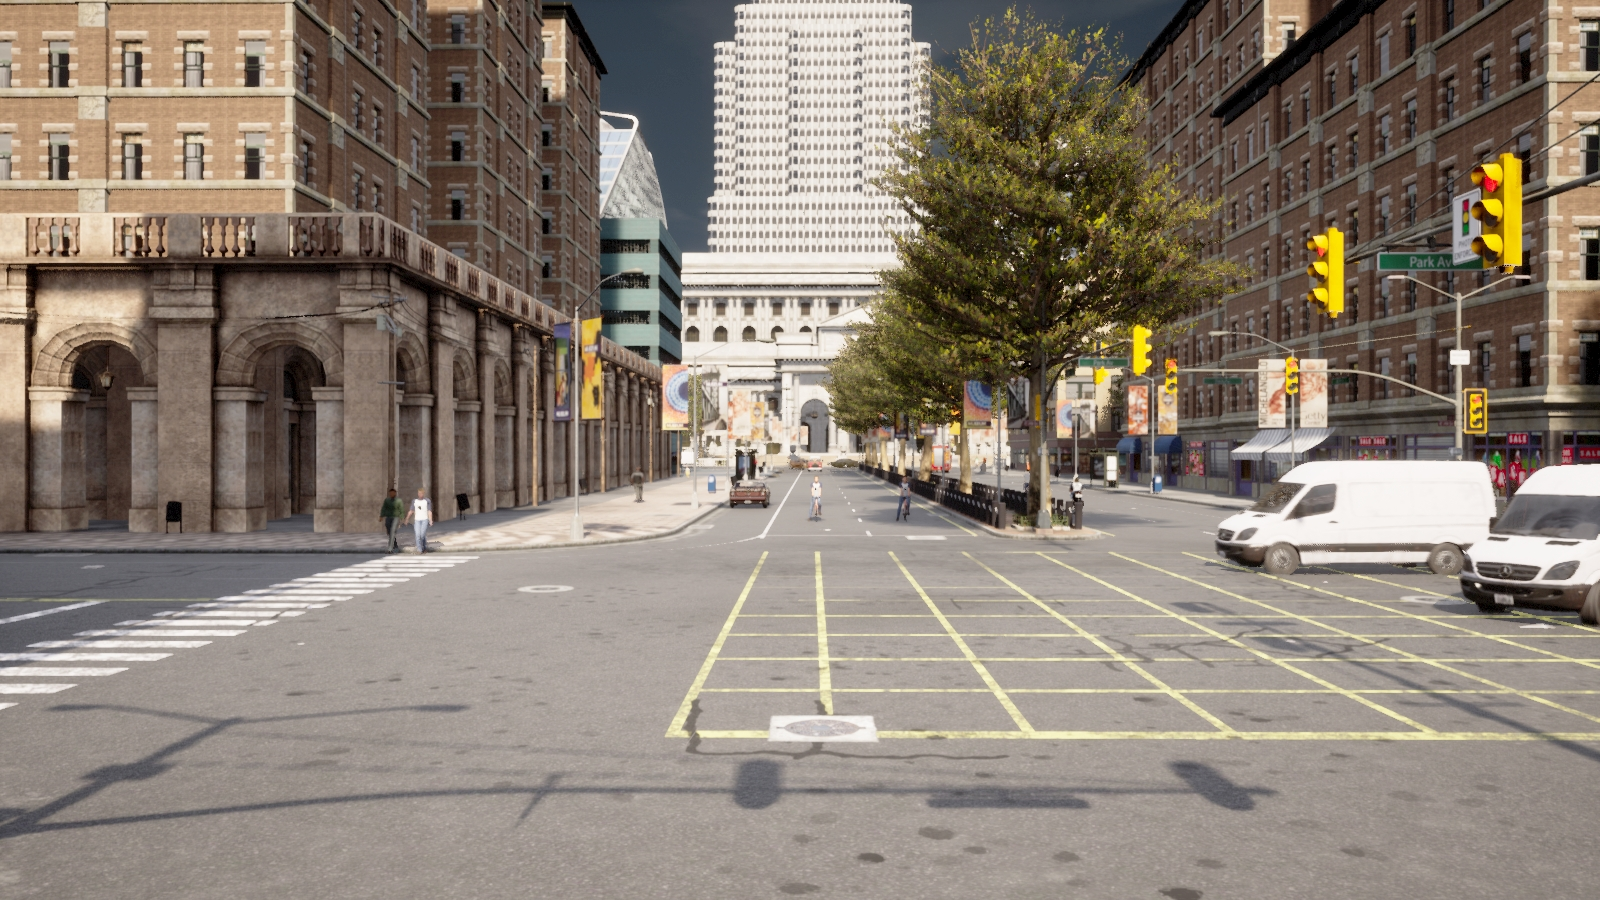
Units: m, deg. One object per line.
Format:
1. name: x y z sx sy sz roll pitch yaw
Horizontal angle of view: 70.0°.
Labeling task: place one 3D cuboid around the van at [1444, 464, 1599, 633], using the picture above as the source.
1. van: 14.005 1.535 19.732 5.915 2.561 1.988 0 0 -26

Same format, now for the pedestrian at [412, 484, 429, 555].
1. pedestrian: -10.123 1.850 30.512 0.375 1.860 0.375 0 0 -10

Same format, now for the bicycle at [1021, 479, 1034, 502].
1. bicycle: 12.349 2.208 61.994 0.373 1.196 1.643 0 0 1

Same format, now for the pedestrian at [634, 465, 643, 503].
1. pedestrian: -8.110 1.698 57.357 0.375 1.860 0.375 0 0 2

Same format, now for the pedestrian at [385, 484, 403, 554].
1. pedestrian: -10.900 1.846 30.671 0.375 1.860 0.375 0 0 -3

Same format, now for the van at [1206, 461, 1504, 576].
1. van: 12.714 1.535 26.452 5.915 2.561 1.988 0 0 0

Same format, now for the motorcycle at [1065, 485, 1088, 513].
1. motorcycle: 12.478 2.215 51.559 0.803 1.145 2.033 2 0 9
